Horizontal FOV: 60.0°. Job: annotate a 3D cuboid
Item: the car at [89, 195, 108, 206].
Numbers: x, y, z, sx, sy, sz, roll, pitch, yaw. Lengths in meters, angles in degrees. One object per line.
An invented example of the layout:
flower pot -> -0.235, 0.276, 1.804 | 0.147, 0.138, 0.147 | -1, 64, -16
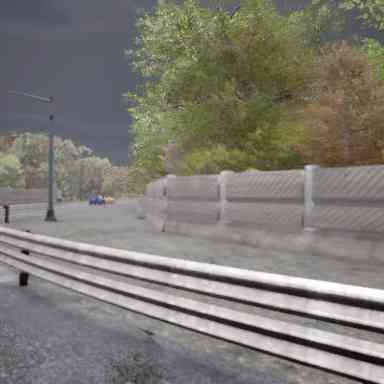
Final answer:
car -> -19.022, 1.667, 66.689 | 2.150, 2.045, 5.566 | 0, 0, -2

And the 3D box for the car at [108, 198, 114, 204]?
car -> -19.379, 2.017, 77.392 | 1.882, 1.535, 5.008 | 0, 0, -2
